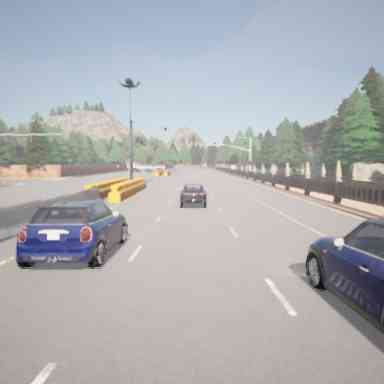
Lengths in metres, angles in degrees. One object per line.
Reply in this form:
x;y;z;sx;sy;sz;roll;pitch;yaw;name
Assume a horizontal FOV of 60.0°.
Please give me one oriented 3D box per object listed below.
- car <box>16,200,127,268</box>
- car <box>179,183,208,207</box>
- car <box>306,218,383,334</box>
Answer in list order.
-3.403;1.009;10.290;2.097;1.767;4.553;0;3;0;car
0.109;0.129;23.799;2.128;1.511;4.902;0;5;0;car
3.598;1.213;5.592;2.097;1.767;4.553;0;2;0;car
